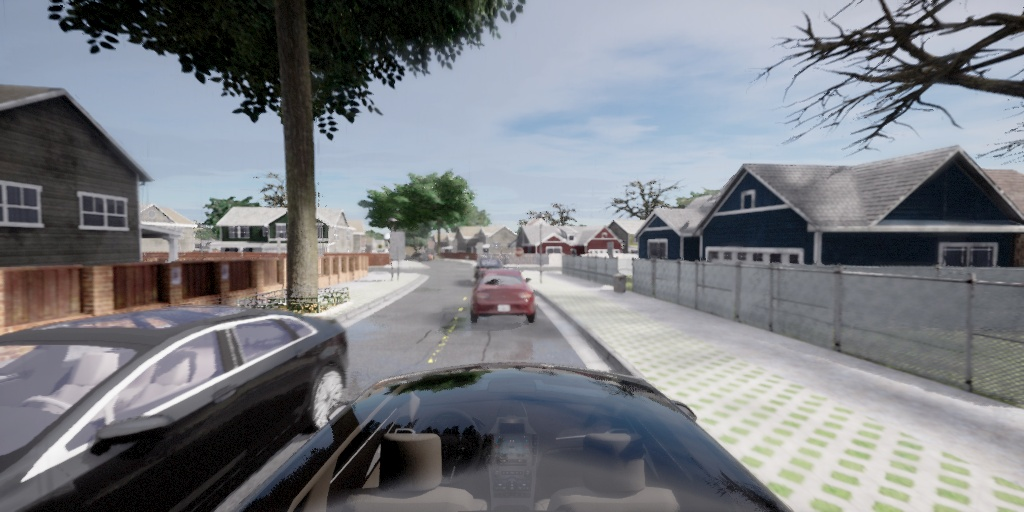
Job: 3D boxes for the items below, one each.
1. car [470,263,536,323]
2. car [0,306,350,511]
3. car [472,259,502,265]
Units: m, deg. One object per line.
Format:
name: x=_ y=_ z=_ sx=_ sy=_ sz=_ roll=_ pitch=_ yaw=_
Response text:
car: x=-0.334 y=1.122 z=11.379 sx=1.812 sy=1.442 sz=4.674 roll=0 pitch=1 yaw=-3
car: x=-2.941 y=1.231 z=2.616 sx=2.128 sy=1.511 sz=4.902 roll=0 pitch=1 yaw=-1
car: x=-1.454 y=0.917 z=22.787 sx=2.128 sy=1.511 sz=4.902 roll=0 pitch=1 yaw=-7
